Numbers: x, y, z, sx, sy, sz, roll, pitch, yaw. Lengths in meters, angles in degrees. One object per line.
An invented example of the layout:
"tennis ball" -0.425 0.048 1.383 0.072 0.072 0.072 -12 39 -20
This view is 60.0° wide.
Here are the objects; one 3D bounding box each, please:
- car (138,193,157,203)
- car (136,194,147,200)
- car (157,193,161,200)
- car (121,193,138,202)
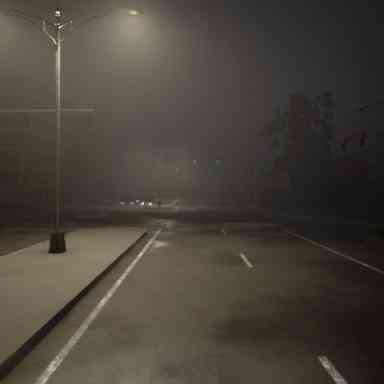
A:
"car" -8.181 1.234 61.165 1.895 1.301 4.718 0 0 0
"car" -11.694 1.126 76.862 1.895 1.301 4.718 0 0 0
"car" -8.194 1.063 76.892 1.812 1.442 4.674 0 0 0
"car" -11.682 0.976 61.234 2.097 1.767 4.553 0 0 0
